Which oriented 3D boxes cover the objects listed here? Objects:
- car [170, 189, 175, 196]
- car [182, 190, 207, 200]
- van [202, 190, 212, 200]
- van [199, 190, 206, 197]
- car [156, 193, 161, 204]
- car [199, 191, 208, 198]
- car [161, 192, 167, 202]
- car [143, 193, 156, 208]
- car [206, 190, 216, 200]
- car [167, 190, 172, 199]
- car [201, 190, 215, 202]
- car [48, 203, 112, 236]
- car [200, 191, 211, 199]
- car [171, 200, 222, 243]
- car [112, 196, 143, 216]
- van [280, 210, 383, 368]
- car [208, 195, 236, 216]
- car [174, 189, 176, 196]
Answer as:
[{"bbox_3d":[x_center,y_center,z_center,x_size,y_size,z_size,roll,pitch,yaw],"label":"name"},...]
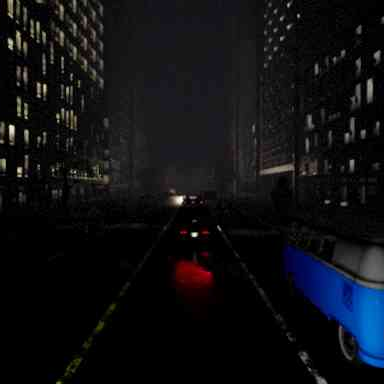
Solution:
[{"bbox_3d":[-5.678,0.619,79.292,2.008,1.369,4.403,-1,1,0],"label":"car"},{"bbox_3d":[0.107,0.970,32.508,2.097,1.767,4.553,0,1,0],"label":"car"},{"bbox_3d":[2.696,0.610,62.237,1.690,1.788,3.998,-1,1,0],"label":"van"},{"bbox_3d":[2.702,0.340,84.970,1.690,1.788,3.998,-1,1,0],"label":"van"},{"bbox_3d":[-5.688,0.911,45.190,1.967,1.590,4.097,-1,1,0],"label":"car"},{"bbox_3d":[2.701,0.507,79.288,1.967,1.590,4.097,-1,1,0],"label":"car"},{"bbox_3d":[-5.684,0.865,56.388,1.752,1.417,4.829,-1,1,0],"label":"car"},{"bbox_3d":[-5.688,1.119,39.509,1.802,1.307,4.206,-1,1,0],"label":"car"},{"bbox_3d":[2.693,0.718,50.870,2.192,1.841,5.009,-1,1,0],"label":"car"},{"bbox_3d":[-5.681,0.769,67.925,1.947,1.339,4.313,-1,1,0],"label":"car"},{"bbox_3d":[2.694,0.651,56.554,2.192,1.841,5.009,-1,1,0],"label":"car"},{"bbox_3d":[-5.695,1.354,16.776,2.008,1.369,4.403,-1,1,0],"label":"car"},{"bbox_3d":[2.699,0.642,67.922,1.967,1.590,4.097,-1,1,0],"label":"car"},{"bbox_3d":[0.101,1.328,14.943,1.837,1.490,4.892,0,0,0],"label":"car"},{"bbox_3d":[-5.691,1.221,28.142,2.008,1.369,4.403,-1,1,0],"label":"car"},{"bbox_3d":[2.681,1.276,5.404,1.690,1.788,3.998,-1,1,0],"label":"van"},{"bbox_3d":[2.689,1.220,28.139,2.008,1.369,4.403,-1,1,0],"label":"car"},{"bbox_3d":[-5.675,0.373,90.657,1.967,1.590,4.097,-1,1,0],"label":"car"}]
